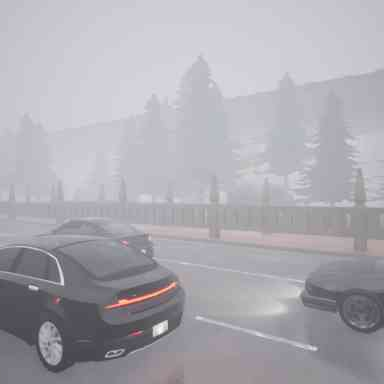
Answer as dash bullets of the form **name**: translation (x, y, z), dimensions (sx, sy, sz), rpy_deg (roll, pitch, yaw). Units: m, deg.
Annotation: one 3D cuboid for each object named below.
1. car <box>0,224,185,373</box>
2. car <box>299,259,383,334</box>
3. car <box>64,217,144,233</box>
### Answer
- **car**: translation (-2.380, 1.505, 5.684), dimensions (4.892, 1.490, 1.837), rpy_deg (0, 0, 35)
- **car**: translation (4.541, 1.547, 5.053), dimensions (5.357, 1.411, 2.033), rpy_deg (0, 0, 35)
- **car**: translation (-3.274, 1.525, 10.614), dimensions (4.674, 1.442, 1.812), rpy_deg (0, 0, 35)
